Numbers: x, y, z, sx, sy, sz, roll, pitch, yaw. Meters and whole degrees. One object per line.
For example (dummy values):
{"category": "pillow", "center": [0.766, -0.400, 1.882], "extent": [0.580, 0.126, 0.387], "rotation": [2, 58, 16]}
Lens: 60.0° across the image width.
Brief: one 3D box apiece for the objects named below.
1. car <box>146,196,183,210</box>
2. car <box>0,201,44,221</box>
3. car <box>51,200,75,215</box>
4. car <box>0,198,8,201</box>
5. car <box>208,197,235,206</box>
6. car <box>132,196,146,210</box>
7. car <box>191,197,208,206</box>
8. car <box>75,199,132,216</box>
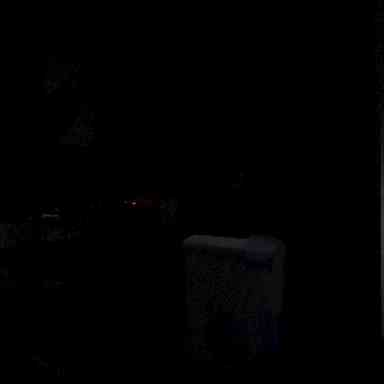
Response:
{"category": "car", "center": [-3.083, 1.307, 40.837], "extent": [2.097, 1.767, 4.553], "rotation": [0, 0, 32]}
{"category": "car", "center": [-13.491, 1.560, 24.393], "extent": [1.895, 1.301, 4.718], "rotation": [0, 0, 32]}
{"category": "car", "center": [-11.909, 1.515, 33.444], "extent": [1.994, 1.385, 4.181], "rotation": [0, 0, 32]}
{"category": "car", "center": [-16.528, 1.305, 26.138], "extent": [2.097, 1.767, 4.553], "rotation": [0, 0, 32]}
{"category": "car", "center": [5.197, 1.499, 53.757], "extent": [2.033, 1.411, 5.357], "rotation": [0, 0, 33]}
{"category": "car", "center": [-6.572, 1.301, 41.870], "extent": [2.097, 1.767, 4.553], "rotation": [0, 0, 32]}
{"category": "car", "center": [1.986, 1.494, 55.237], "extent": [2.033, 1.411, 5.357], "rotation": [0, 0, 33]}
{"category": "car", "center": [-8.470, 1.434, 32.333], "extent": [1.882, 1.535, 5.008], "rotation": [0, 0, 33]}
